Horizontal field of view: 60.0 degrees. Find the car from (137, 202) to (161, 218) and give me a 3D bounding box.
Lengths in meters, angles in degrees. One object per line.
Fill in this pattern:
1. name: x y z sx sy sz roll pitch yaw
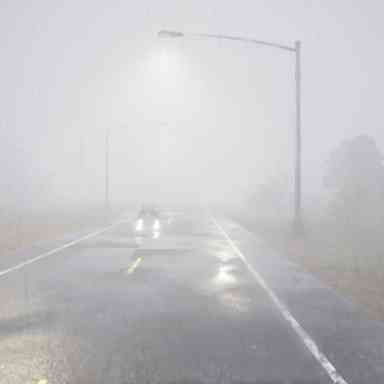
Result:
1. car: -3.830 1.616 30.252 1.895 1.301 4.718 0 0 -3
